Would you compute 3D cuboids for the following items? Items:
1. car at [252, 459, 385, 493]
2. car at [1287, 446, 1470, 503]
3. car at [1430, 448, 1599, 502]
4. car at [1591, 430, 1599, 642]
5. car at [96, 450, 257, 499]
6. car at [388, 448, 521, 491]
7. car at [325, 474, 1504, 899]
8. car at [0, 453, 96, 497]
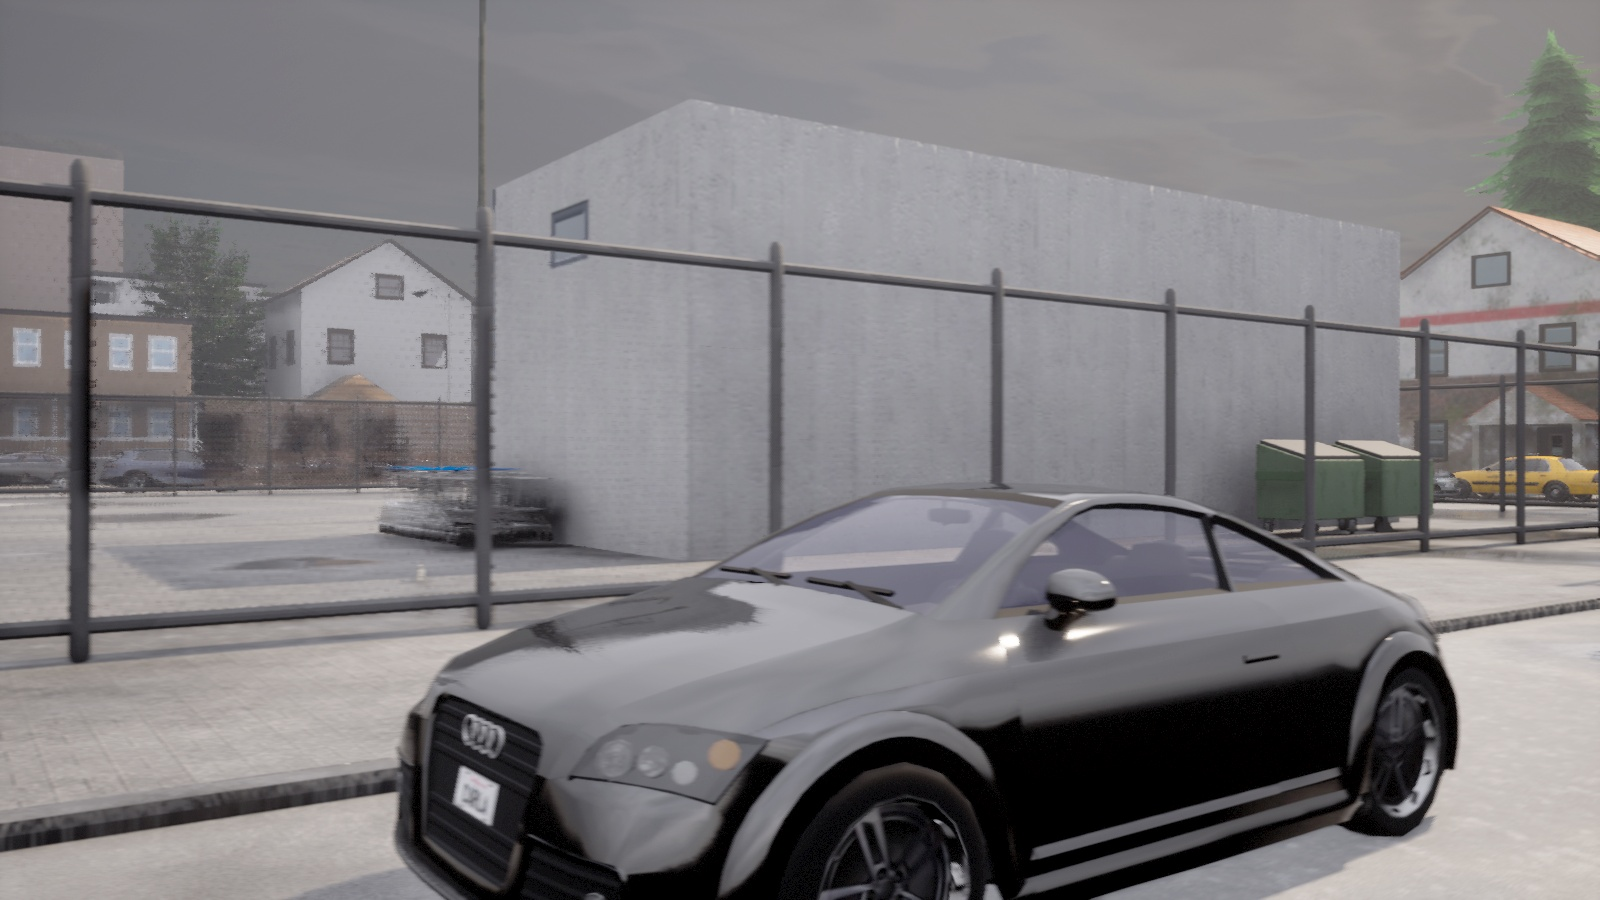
[{"bbox_3d":[-19.466,1.013,50.824,4.718,1.301,1.895,0,0,-35],"label":"car"},{"bbox_3d":[18.035,0.739,39.372,2.033,1.649,4.856,0,-1,-33],"label":"car"},{"bbox_3d":[22.867,0.736,39.365,1.801,1.575,5.366,0,0,-35],"label":"car"},{"bbox_3d":[8.230,0.651,10.009,3.988,1.617,1.851,0,0,-35],"label":"car"},{"bbox_3d":[-21.928,0.831,44.253,4.856,1.649,2.033,0,0,-34],"label":"car"},{"bbox_3d":[-13.735,0.743,49.985,4.611,1.667,2.242,0,0,-33],"label":"car"},{"bbox_3d":[0.635,0.819,4.771,4.181,1.385,1.994,0,0,-36],"label":"car"},{"bbox_3d":[-28.066,0.872,44.845,4.902,1.511,2.128,0,0,-36],"label":"car"}]
